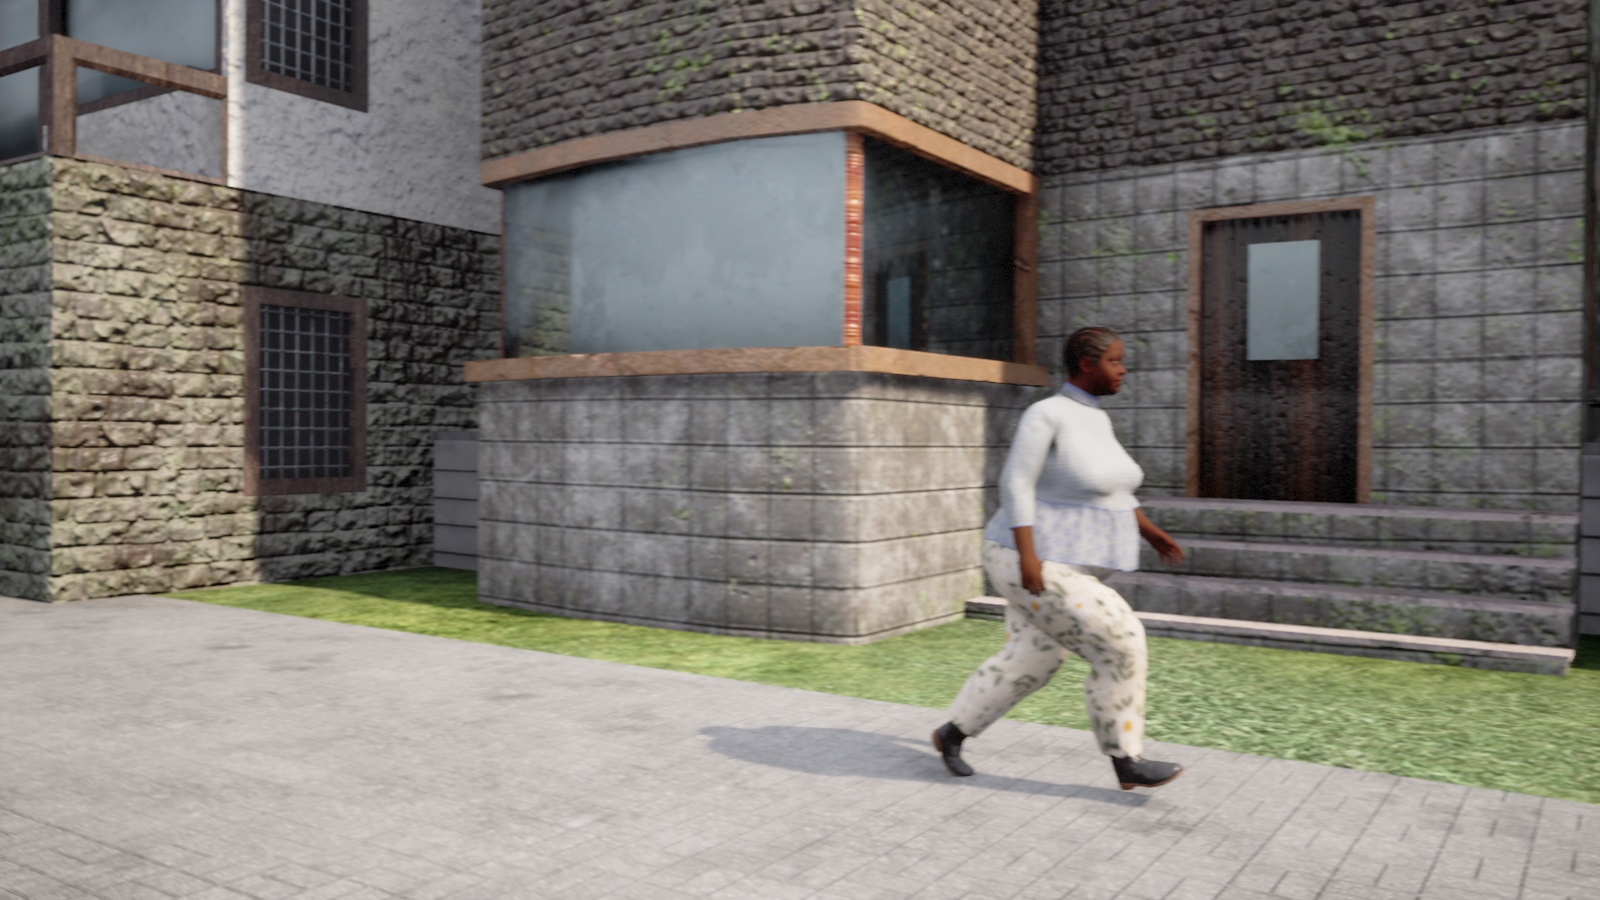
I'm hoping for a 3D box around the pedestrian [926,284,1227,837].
[{"bbox_3d":[1.080,0.366,4.807,0.900,1.855,0.874,0,1,29],"label":"pedestrian"}]
